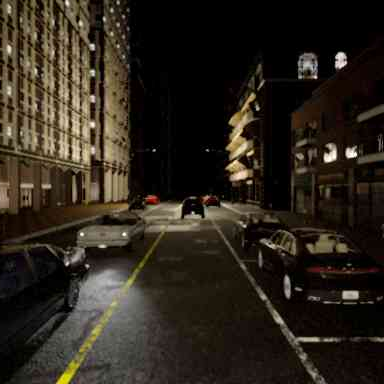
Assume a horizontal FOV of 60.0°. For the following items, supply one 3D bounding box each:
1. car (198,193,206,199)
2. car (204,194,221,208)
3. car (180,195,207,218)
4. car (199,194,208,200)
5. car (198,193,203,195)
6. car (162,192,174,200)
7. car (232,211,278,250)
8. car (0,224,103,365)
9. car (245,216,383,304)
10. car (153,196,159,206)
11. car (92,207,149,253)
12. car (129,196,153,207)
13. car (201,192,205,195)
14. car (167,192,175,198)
[{"bbox_3d":[2.604,0.961,86.888,2.008,1.369,4.403,0,0,0],"label":"car"},{"bbox_3d":[2.649,1.286,41.701,1.802,1.307,4.206,0,0,0],"label":"car"},{"bbox_3d":[0.073,1.306,27.868,1.837,1.490,4.892,0,1,0],"label":"car"},{"bbox_3d":[2.615,1.047,75.591,1.947,1.339,4.313,0,0,0],"label":"car"},{"bbox_3d":[0.053,1.243,45.386,1.994,1.385,4.181,0,0,0],"label":"car"},{"bbox_3d":[-5.766,1.046,75.582,1.947,1.339,4.313,0,0,0],"label":"car"},{"bbox_3d":[2.678,1.453,13.458,2.008,1.369,4.403,0,0,0],"label":"car"},{"bbox_3d":[-3.100,1.511,4.852,2.033,1.411,5.357,0,0,0],"label":"car"},{"bbox_3d":[2.683,1.493,7.810,2.008,1.369,4.403,0,0,0],"label":"car"},{"bbox_3d":[-5.737,1.211,47.341,1.887,1.381,4.507,0,0,0],"label":"car"},{"bbox_3d":[-3.013,1.503,13.426,1.895,1.301,4.718,0,0,0],"label":"car"},{"bbox_3d":[-5.725,1.293,36.043,2.008,1.369,4.403,0,0,0],"label":"car"},{"bbox_3d":[2.644,1.106,47.348,1.967,1.590,4.097,0,0,0],"label":"car"},{"bbox_3d":[-5.783,0.816,92.528,1.967,1.590,4.097,0,0,0],"label":"car"}]
